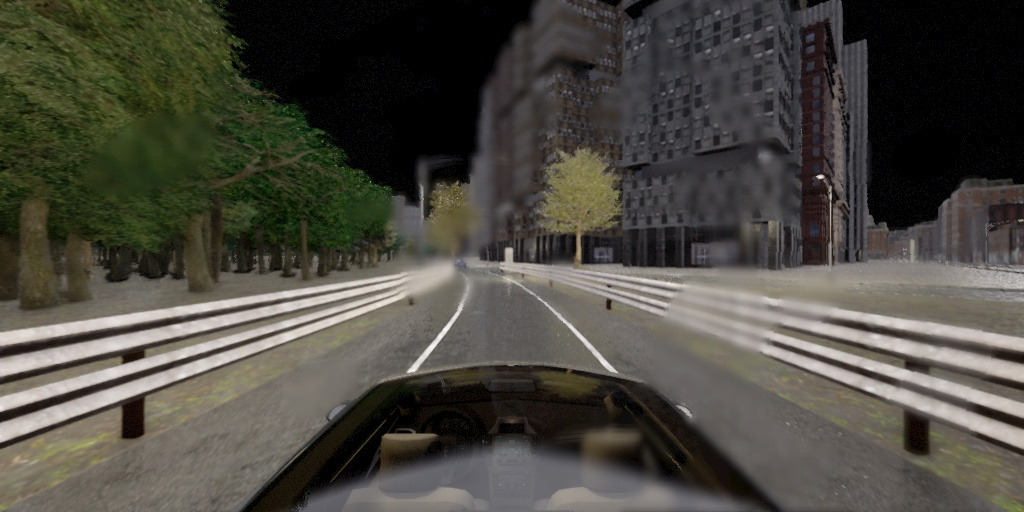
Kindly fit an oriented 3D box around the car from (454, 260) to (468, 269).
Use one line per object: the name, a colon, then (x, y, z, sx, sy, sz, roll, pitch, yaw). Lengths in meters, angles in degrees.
car: (-8.436, 1.350, 58.009, 1.812, 1.442, 4.674, 0, 0, -20)
